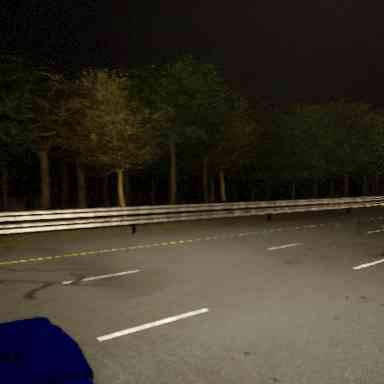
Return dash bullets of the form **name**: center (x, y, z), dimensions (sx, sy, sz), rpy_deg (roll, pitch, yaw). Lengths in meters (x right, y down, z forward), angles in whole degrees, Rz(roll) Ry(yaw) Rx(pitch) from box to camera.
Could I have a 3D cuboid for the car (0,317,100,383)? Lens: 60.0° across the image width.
- **car**: center (-2.892, 1.621, 1.807), dimensions (4.718, 1.301, 1.895), rpy_deg (-1, 1, -35)
